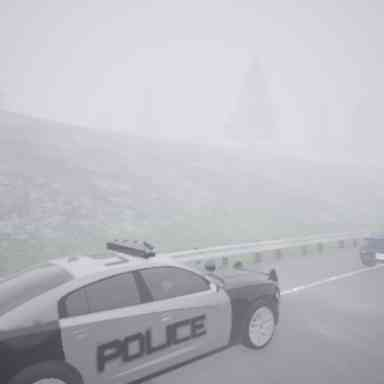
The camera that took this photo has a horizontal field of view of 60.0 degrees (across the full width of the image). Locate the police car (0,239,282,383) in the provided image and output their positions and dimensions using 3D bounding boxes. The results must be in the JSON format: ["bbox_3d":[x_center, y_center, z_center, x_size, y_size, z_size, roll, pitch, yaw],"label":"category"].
[{"bbox_3d":[-0.720,1.512,4.675,5.238,1.638,1.930,0,-1,-38],"label":"police car"}]

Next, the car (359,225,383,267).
[{"bbox_3d":[7.131,1.635,10.649,4.674,1.442,1.812,0,-1,-36],"label":"car"}]
